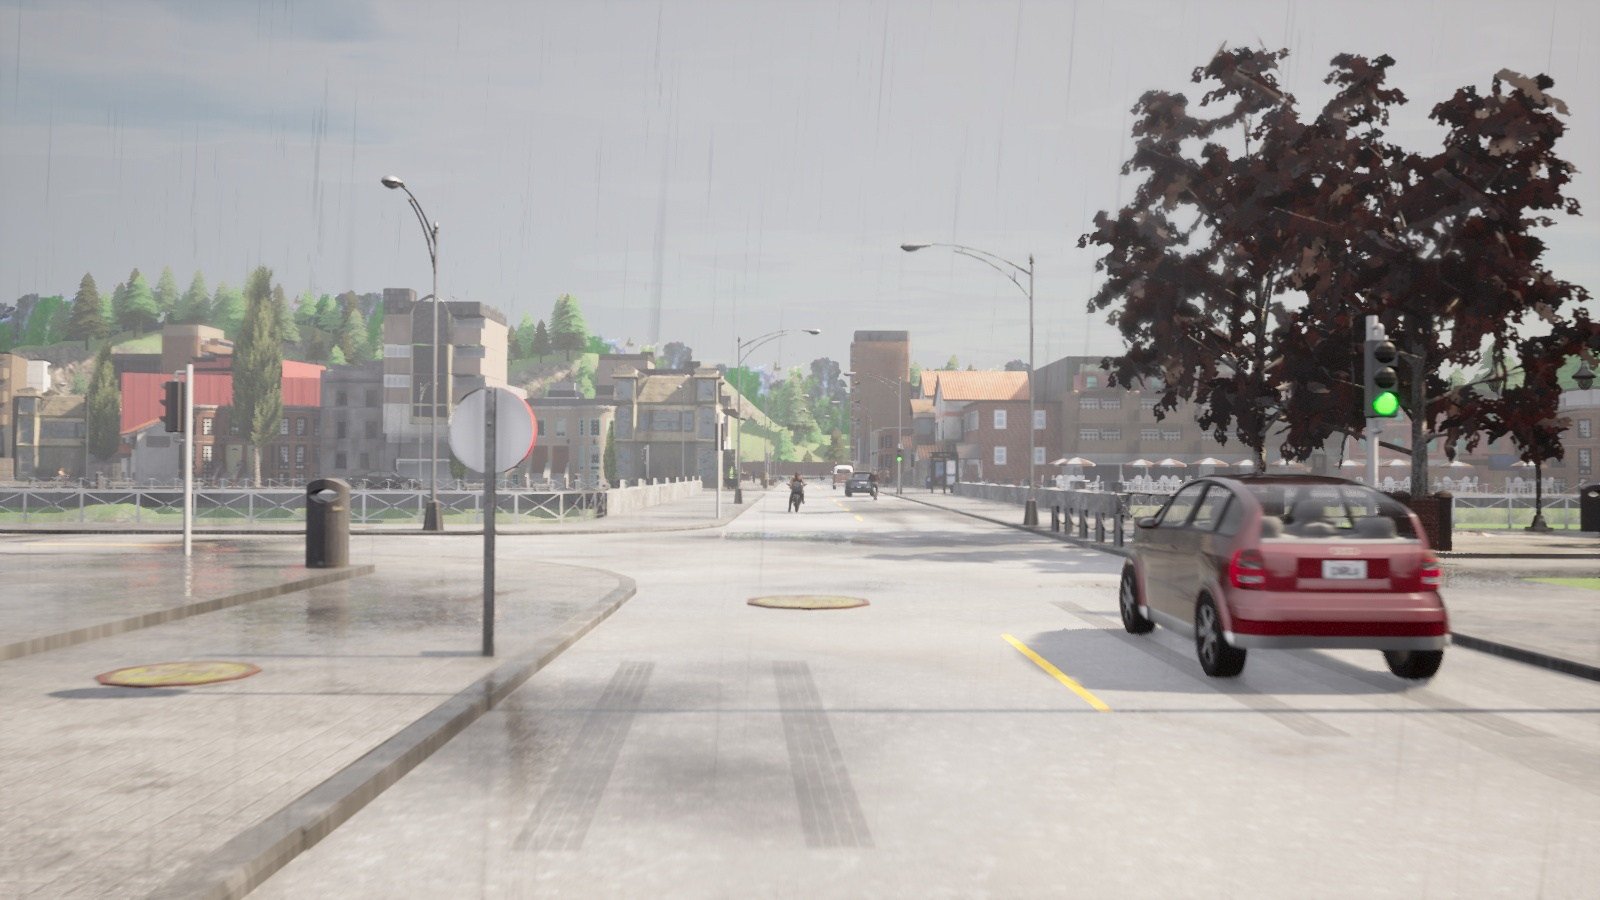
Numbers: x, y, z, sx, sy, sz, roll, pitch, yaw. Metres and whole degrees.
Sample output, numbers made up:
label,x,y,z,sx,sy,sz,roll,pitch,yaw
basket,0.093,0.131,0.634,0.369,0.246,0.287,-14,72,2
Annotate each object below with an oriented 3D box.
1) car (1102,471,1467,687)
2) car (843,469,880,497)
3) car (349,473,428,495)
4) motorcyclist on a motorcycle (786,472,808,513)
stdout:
label,x,y,z,sx,sy,sz,roll,pitch,yaw
car,3.930,0.960,10.898,1.789,1.549,3.705,0,-1,1
car,3.803,2.038,78.170,2.033,1.649,4.856,0,-1,0
car,-29.281,2.407,89.445,5.008,1.535,1.882,0,-1,0
motorcyclist on a motorcycle,-0.103,1.598,47.835,0.797,1.523,2.044,0,-1,1
